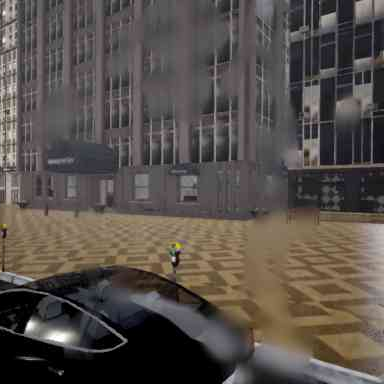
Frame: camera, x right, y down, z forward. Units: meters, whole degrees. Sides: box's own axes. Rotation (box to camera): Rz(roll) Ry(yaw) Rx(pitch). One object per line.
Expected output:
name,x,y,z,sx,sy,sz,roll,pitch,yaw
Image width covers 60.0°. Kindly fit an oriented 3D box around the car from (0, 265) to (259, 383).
car,-1.367,1.565,3.841,4.313,1.339,1.947,0,1,35
